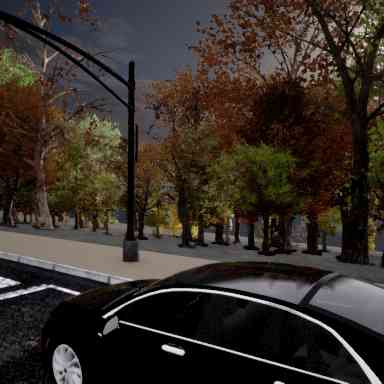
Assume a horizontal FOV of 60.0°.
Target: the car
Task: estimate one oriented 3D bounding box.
[{"bbox_3d":[0.389,1.505,3.397,4.892,1.490,1.837,0,0,36],"label":"car"}]
